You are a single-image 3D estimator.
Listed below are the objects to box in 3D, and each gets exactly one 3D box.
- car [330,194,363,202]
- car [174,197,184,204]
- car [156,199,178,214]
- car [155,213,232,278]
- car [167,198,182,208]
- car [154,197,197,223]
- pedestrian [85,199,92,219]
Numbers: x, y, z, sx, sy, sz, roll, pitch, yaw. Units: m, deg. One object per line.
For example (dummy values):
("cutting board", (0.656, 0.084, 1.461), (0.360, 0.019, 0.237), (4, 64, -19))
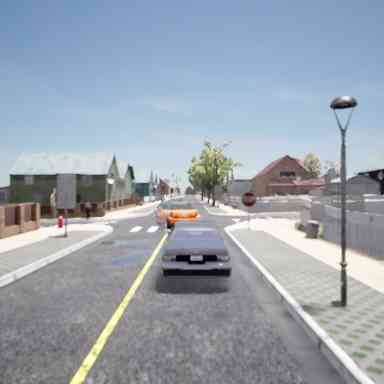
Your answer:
("car", (12.745, 1.104, 28.209), (4.553, 1.767, 2.097), (-2, -1, 0))
("car", (-2.746, 1.790, 69.861), (1.994, 1.385, 4.181), (0, 0, 0))
("car", (-2.841, 1.630, 38.498), (2.128, 1.511, 4.902), (0, 0, 0))
("car", (0.098, 1.587, 10.211), (2.033, 1.411, 5.357), (0, 0, 0))
("car", (-2.812, 1.741, 54.876), (2.033, 1.411, 5.357), (0, 0, 0))
("car", (-1.115, 1.435, 22.389), (2.097, 1.767, 4.553), (0, 0, -17))
("pedestrian", (-9.690, 1.572, 30.986), (0.375, 1.860, 0.375), (0, 0, 0))
